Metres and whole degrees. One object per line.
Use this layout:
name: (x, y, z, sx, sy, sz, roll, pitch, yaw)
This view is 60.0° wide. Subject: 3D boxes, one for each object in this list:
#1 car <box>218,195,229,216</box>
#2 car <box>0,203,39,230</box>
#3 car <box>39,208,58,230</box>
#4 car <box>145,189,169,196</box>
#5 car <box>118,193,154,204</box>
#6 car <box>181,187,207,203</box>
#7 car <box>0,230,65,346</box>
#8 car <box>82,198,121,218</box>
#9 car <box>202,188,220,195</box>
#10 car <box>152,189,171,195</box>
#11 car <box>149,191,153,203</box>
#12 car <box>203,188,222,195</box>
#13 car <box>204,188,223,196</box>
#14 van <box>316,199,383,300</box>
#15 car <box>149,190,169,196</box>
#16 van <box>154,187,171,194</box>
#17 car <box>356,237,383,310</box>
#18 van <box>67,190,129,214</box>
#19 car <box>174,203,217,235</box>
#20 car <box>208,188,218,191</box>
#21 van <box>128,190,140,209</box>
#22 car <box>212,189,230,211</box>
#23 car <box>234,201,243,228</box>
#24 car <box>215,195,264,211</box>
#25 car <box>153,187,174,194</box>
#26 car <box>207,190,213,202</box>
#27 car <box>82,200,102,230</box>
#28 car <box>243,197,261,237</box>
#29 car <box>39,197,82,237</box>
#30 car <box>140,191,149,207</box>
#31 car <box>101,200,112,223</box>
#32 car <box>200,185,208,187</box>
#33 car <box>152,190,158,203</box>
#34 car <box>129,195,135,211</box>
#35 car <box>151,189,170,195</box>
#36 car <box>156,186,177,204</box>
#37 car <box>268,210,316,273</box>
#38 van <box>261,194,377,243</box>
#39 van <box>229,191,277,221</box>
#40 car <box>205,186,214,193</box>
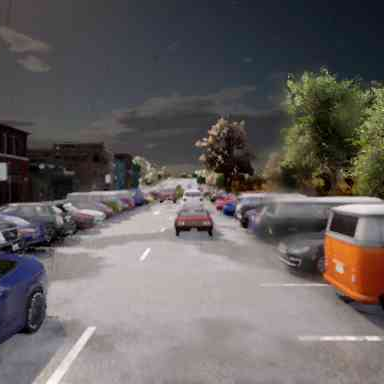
car: (4.887, 1.281, 26.333, 5.008, 1.535, 2.097, 0, 2, 0)
car: (-7.643, 1.171, 9.186, 5.566, 2.045, 2.435, 0, 0, 0)
car: (-7.670, 1.444, 12.013, 4.674, 1.452, 2.002, 0, 0, 0)
car: (-8.161, 0.205, 77.558, 5.366, 1.575, 1.946, 0, 1, 0)
car: (-7.693, 0.857, 45.937, 4.674, 1.452, 2.002, 0, 1, 0)
car: (0.078, 0.840, 34.113, 2.150, 2.045, 5.566, 0, 1, 0)
car: (-3.353, 1.500, 3.964, 1.812, 1.442, 4.674, 0, 0, 0)
car: (-7.678, 1.369, 23.324, 4.674, 1.452, 2.002, 0, 0, 0)
car: (5.035, -0.206, 88.732, 4.553, 1.767, 2.185, 0, 1, 0)
car: (-8.019, -0.078, 88.688, 4.892, 1.521, 2.231, 0, 1, 0)
car: (-7.697, 0.951, 40.286, 5.008, 1.535, 2.097, 0, 1, 0)
car: (5.116, -0.065, 83.289, 4.553, 1.767, 2.185, 0, 1, 0)
car: (5.125, 0.006, 80.505, 4.553, 1.767, 2.185, 0, 1, 0)
van: (5.015, 1.213, 6.430, 4.442, 1.987, 1.878, 0, 0, 0)
car: (-7.956, 0.165, 80.342, 4.792, 1.488, 2.163, 0, 1, 0)
van: (-8.139, -0.380, 91.588, 4.442, 1.987, 1.878, 0, 1, 0)
car: (4.906, 1.455, 3.734, 5.008, 1.535, 2.097, 0, 0, 0)
van: (-7.566, 1.057, 26.277, 4.442, 1.987, 1.878, 0, 1, 0)
car: (0.089, 1.488, 17.906, 1.895, 1.301, 4.718, 0, 0, 0)
car: (4.853, 0.690, 45.977, 4.553, 1.767, 2.185, 0, 1, 0)
van: (-7.569, 0.928, 31.807, 4.442, 1.987, 1.878, 0, 1, 0)
car: (4.864, 0.966, 29.161, 5.566, 2.045, 2.435, 0, 1, 0)
car: (4.926, 1.398, 17.726, 4.792, 1.488, 2.163, 0, 0, 0)
car: (4.859, 1.112, 34.814, 4.792, 1.488, 2.163, 0, 1, 0)
car: (-8.060, -0.474, 94.246, 5.566, 2.045, 2.435, 0, 1, 0)
car: (4.880, 0.880, 43.281, 5.008, 1.535, 2.097, 0, 1, 0)
car: (-7.682, 1.369, 17.664, 5.008, 1.535, 2.097, 0, 0, 0)
car: (4.864, 1.259, 15.028, 4.553, 1.767, 2.185, 0, 0, 0)
car: (-7.644, 1.261, 14.837, 4.553, 1.767, 2.185, 0, 0, 0)
car: (-7.716, 0.835, 34.631, 5.566, 2.045, 2.435, 0, 1, 0)
car: (-7.681, 1.391, 20.490, 4.674, 1.452, 2.002, 0, 0, 0)
car: (5.133, -0.044, 77.593, 5.566, 2.045, 2.435, 0, 1, 0)
car: (-7.508, 0.881, 43.112, 5.366, 1.575, 1.946, 0, 1, 0)
car: (-7.682, 1.262, 28.988, 4.674, 1.452, 2.002, 0, 1, 0)
car: (-8.033, 0.022, 85.906, 4.792, 1.488, 2.163, 0, 1, 0)
car: (-3.281, 0.462, 46.287, 2.150, 2.045, 5.566, 0, 1, 0)
car: (4.904, 1.422, 9.257, 4.892, 1.521, 2.231, 0, 0, 0)
van: (5.014, 1.178, 12.080, 4.442, 1.987, 1.878, 0, 0, 0)
van: (4.775, 1.125, 20.551, 4.442, 1.987, 1.878, 0, 0, 0)
car: (5.082, 0.153, 74.811, 4.553, 1.767, 2.185, 0, 1, 0)
